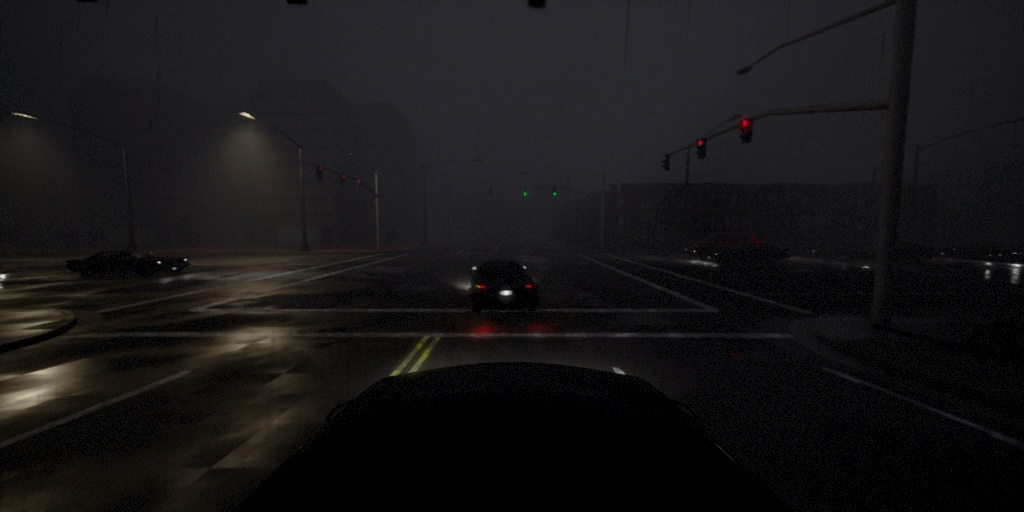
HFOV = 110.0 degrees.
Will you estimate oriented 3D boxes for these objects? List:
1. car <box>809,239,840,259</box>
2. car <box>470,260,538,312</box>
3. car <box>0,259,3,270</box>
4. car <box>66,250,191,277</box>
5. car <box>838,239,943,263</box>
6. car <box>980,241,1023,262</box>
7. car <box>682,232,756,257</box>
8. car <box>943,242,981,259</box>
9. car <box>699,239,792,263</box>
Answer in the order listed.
[{"bbox_3d":[26.893,-0.611,29.027,4.902,1.511,2.128,0,4,0],"label":"car"},{"bbox_3d":[-0.384,0.832,11.966,1.994,1.385,4.181,0,5,-6],"label":"car"},{"bbox_3d":[-29.734,0.090,18.533,4.553,1.767,2.097,0,5,0],"label":"car"},{"bbox_3d":[-19.635,0.341,18.518,4.718,1.301,1.895,0,5,0],"label":"car"},{"bbox_3d":[26.839,-0.344,25.535,5.008,1.535,1.882,0,5,0],"label":"car"},{"bbox_3d":[37.159,-0.312,25.479,4.892,1.490,1.837,0,5,0],"label":"car"},{"bbox_3d":[16.864,-0.881,29.040,5.566,2.045,2.150,0,5,0],"label":"car"},{"bbox_3d":[37.053,-0.495,28.978,4.718,1.301,1.895,0,5,1],"label":"car"},{"bbox_3d":[16.742,-0.277,25.579,5.357,1.411,2.033,0,5,0],"label":"car"}]
